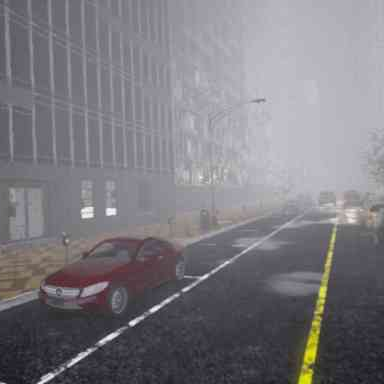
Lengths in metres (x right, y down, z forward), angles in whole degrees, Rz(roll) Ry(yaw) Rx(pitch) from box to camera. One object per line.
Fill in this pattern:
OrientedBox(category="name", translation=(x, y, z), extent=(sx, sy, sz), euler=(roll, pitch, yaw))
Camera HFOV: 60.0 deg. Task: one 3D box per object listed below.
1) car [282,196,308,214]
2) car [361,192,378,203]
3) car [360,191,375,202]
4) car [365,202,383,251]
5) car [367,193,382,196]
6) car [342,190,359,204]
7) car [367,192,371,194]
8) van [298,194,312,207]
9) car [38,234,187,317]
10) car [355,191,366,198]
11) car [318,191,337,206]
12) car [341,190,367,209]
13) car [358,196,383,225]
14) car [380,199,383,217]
OrientedBox(category="car", translation=(10.218, 1.431, 33.747), extent=(2.008, 1.369, 4.403), euler=(-2, 0, 24))
OrientedBox(category="car", translation=(27.236, 0.804, 51.027), extent=(1.967, 1.590, 4.097), euler=(-2, 0, 24))
OrientedBox(category="car", translation=(29.584, 0.749, 56.212), extent=(1.967, 1.590, 4.097), euler=(-2, 0, 24))
OrientedBox(category="car", translation=(7.905, 1.313, 12.685), extent=(1.837, 1.490, 4.892), euler=(-2, 0, 24))
OrientedBox(category="car", translation=(20.194, 1.077, 35.471), extent=(2.008, 1.369, 4.403), euler=(-2, 0, 24))
OrientedBox(category="car", translation=(23.900, 0.704, 50.200), extent=(2.150, 2.045, 5.566), euler=(-2, 0, 24))
OrientedBox(category="car", translation=(22.542, 1.025, 40.656), extent=(2.008, 1.369, 4.403), euler=(-2, 0, 24))
OrientedBox(category="van", translation=(14.909, 1.119, 44.119), extent=(1.690, 1.788, 3.998), euler=(-2, 0, 24))
OrientedBox(category="car", translation=(-1.525, 1.697, 7.821), extent=(1.802, 1.307, 4.206), euler=(-2, 0, 24))
OrientedBox(category="car", translation=(38.982, 0.624, 76.952), extent=(1.887, 1.381, 4.507), euler=(-2, 0, 24))
OrientedBox(category="car", translation=(18.849, 0.867, 46.316), extent=(2.150, 2.045, 5.566), euler=(-2, 0, 24))
OrientedBox(category="car", translation=(18.730, 0.953, 38.715), extent=(2.097, 1.767, 4.553), euler=(-2, 0, 25))
OrientedBox(category="car", translation=(10.458, 1.213, 18.323), extent=(1.801, 1.575, 5.366), euler=(-2, 0, 24))
OrientedBox(category="car", translation=(15.497, 1.207, 25.101), extent=(1.802, 1.307, 4.206), euler=(-2, 0, 24))
